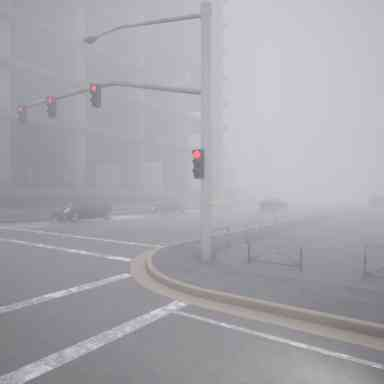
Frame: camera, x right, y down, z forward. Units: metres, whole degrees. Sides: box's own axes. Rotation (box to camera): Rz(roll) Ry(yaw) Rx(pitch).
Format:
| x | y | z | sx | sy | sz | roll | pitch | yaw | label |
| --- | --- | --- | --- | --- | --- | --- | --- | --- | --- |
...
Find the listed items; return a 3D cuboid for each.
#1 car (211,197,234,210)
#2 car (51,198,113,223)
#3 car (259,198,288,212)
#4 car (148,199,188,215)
| x | y | z | sx | sy | sz | roll | pitch | yaw | label |
| --- | --- | --- | --- | --- | --- | --- | --- | --- | --- |
| 3.489 | 1.422 | 42.099 | 1.882 | 1.535 | 5.008 | 0 | 0 | 35 | car |
| -8.343 | 1.296 | 25.419 | 2.097 | 1.767 | 4.553 | 0 | 0 | 36 | car |
| 9.360 | 1.422 | 37.947 | 1.882 | 1.535 | 5.008 | 0 | 0 | 35 | car |
| -2.376 | 1.436 | 33.834 | 2.128 | 1.511 | 4.902 | 0 | 0 | 35 | car |
